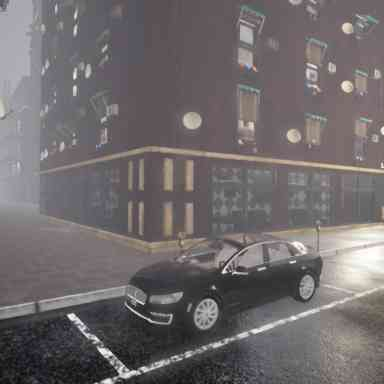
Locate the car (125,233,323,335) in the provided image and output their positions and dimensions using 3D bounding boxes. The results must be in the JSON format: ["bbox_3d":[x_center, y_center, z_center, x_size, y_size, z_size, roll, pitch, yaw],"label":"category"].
[{"bbox_3d":[0.840,1.552,6.650,4.403,1.369,2.008,0,1,-36],"label":"car"}]
